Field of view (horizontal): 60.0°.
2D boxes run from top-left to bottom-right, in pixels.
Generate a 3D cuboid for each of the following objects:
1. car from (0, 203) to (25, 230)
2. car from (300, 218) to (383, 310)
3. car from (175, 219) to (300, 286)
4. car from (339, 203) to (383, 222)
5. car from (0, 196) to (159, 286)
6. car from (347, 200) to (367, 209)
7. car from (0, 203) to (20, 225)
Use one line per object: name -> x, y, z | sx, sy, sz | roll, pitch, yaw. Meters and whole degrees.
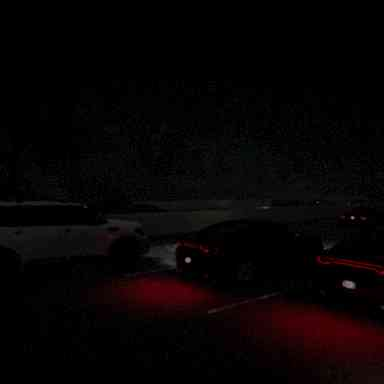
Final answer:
car -> -13.200, 1.524, 20.382 | 5.008, 1.535, 1.882 | 1, 0, -36
car -> 4.779, 1.524, 7.500 | 5.008, 1.535, 1.882 | 0, 0, -38
car -> 1.866, 1.524, 9.669 | 5.008, 1.535, 1.882 | 0, 0, -38
car -> 11.973, 1.679, 22.641 | 5.357, 1.411, 2.033 | 0, 0, -42
car -> -3.983, 1.250, 9.616 | 5.566, 2.045, 2.150 | 0, 0, -36
car -> 26.656, 1.908, 53.705 | 1.895, 1.301, 4.718 | 0, 0, 39
car -> -14.994, 1.561, 23.441 | 4.892, 1.490, 1.837 | 1, 0, -36
